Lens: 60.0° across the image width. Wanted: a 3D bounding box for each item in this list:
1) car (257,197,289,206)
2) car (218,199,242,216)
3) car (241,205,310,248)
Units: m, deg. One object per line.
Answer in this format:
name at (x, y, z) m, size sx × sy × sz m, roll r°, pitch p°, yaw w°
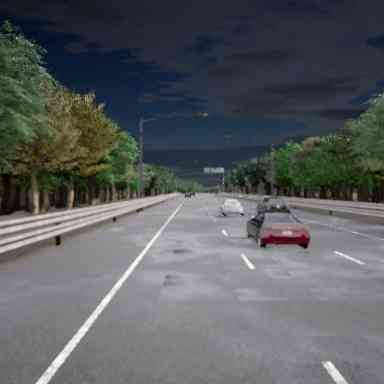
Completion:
car at (7.097, 1.225, 29.505) m, size 2.097 × 1.767 × 4.553 m, roll 0°, pitch 0°, yaw 0°
car at (3.598, 1.394, 30.767) m, size 1.812 × 1.442 × 4.674 m, roll 0°, pitch 0°, yaw 0°
car at (3.599, 1.501, 14.559) m, size 1.994 × 1.385 × 4.181 m, roll 0°, pitch 0°, yaw 0°
